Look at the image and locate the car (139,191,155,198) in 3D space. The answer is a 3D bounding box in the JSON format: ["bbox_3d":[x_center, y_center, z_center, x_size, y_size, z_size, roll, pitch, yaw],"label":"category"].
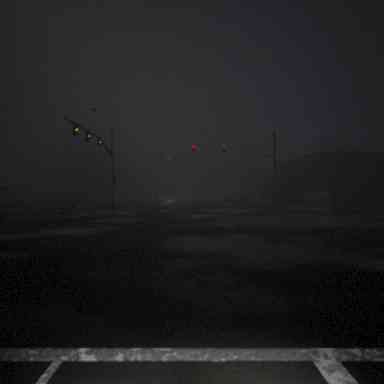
[{"bbox_3d":[-11.497,0.894,84.502,2.033,1.411,5.357,0,0,0],"label":"car"}]

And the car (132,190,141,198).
[{"bbox_3d":[-14.996,0.524,91.720,2.150,2.045,5.566,0,0,0],"label":"car"}]
